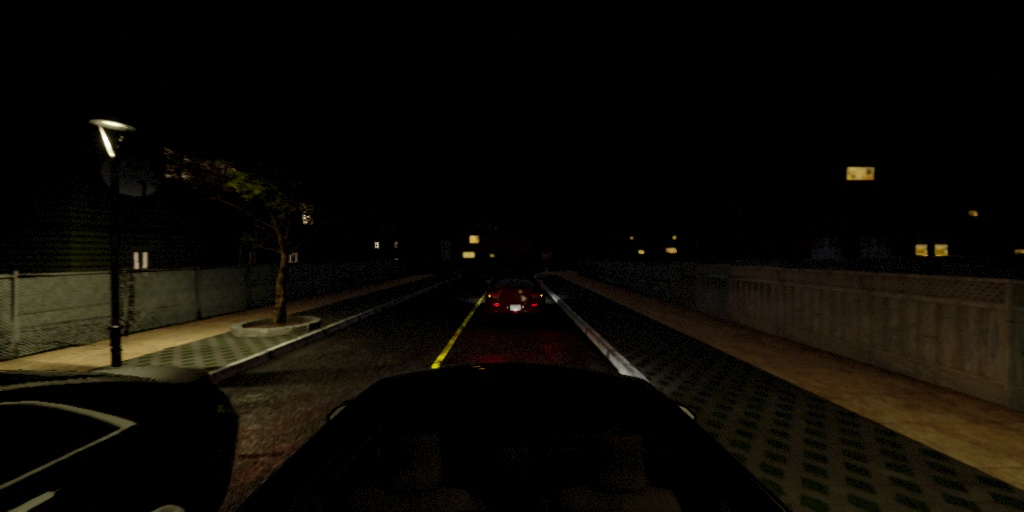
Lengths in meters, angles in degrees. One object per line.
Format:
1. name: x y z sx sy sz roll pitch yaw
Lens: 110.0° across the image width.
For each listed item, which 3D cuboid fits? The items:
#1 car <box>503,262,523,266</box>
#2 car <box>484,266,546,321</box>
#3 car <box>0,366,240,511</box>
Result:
1. car: 0.095 1.146 26.318 1.837 1.490 4.892 0 0 0
2. car: 0.097 1.224 12.000 1.812 1.442 4.674 0 0 0
3. car: -2.850 1.261 0.518 1.837 1.490 4.892 0 0 0
